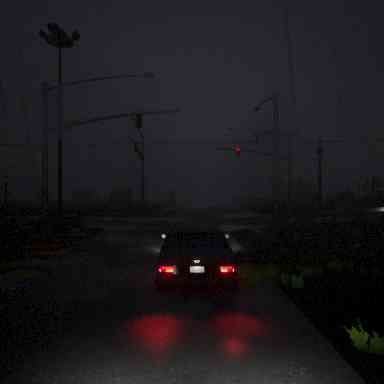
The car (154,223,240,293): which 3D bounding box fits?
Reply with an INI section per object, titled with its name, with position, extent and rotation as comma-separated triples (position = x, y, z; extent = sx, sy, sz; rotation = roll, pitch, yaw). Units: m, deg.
[car]
position = 0.094, 1.547, 8.956
extent = 2.033, 1.411, 5.357
rotation = 0, 0, 0
